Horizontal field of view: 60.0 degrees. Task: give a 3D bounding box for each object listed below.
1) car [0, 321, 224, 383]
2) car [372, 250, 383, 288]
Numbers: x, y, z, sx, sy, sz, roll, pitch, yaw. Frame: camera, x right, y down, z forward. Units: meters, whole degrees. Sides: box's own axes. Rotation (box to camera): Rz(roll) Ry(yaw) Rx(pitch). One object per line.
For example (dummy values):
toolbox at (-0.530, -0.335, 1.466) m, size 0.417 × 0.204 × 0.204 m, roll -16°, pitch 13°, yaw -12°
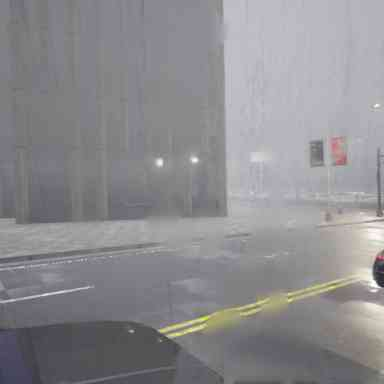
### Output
car at (-2.240, 1.548, 1.810) m, size 5.357 × 1.411 × 2.033 m, roll 0°, pitch 0°, yaw -35°
car at (6.163, 1.559, 7.917) m, size 4.181 × 1.385 × 1.994 m, roll 0°, pitch 0°, yaw -35°
